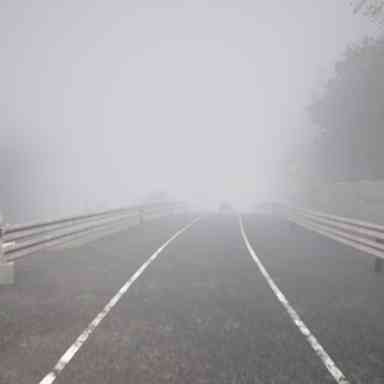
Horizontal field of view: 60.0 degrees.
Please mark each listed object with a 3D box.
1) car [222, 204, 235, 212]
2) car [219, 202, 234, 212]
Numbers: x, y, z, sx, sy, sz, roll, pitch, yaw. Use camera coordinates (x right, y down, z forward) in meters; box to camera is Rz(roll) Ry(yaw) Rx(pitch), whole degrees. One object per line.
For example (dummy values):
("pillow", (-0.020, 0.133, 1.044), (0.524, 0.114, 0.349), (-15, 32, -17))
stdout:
("car", (6.488, 2.875, 59.230), (1.994, 1.385, 4.181), (0, -4, 9))
("car", (4.963, 2.193, 48.932), (1.837, 1.490, 4.892), (0, -3, 8))
